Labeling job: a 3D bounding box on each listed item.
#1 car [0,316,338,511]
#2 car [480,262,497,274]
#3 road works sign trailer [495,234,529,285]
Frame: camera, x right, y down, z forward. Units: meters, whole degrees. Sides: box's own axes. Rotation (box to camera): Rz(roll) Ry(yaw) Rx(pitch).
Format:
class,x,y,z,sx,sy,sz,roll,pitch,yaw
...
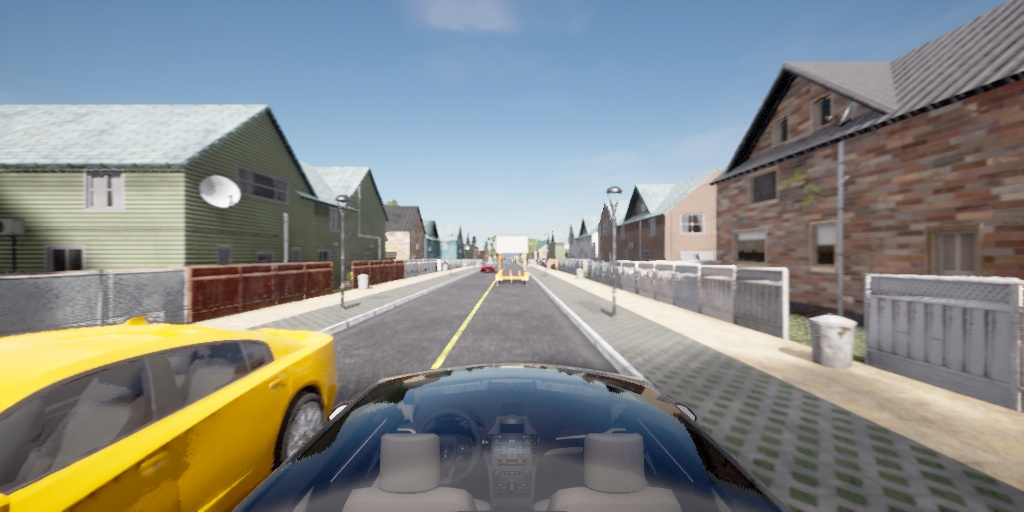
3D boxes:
class,x,y,z,sx,sy,sz,roll,pitch,yaw
car,-2.849,1.228,1.895,1.882,1.535,5.008,0,0,0
car,-2.826,1.419,43.478,1.895,1.301,4.718,0,0,0
road works sign trailer,0.012,0.230,25.861,2.380,3.560,2.880,0,0,0
